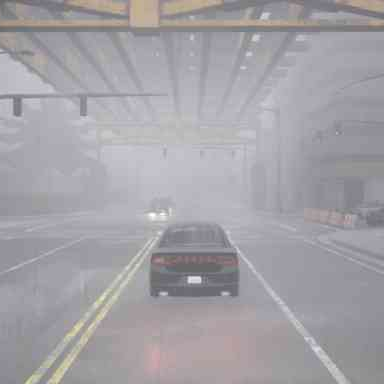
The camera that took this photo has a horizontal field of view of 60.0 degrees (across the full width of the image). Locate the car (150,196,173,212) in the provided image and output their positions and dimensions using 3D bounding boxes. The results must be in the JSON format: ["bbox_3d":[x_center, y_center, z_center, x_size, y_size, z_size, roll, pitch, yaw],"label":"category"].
[{"bbox_3d":[-3.677,1.450,38.330,2.128,1.511,4.902,0,0,0],"label":"car"}]

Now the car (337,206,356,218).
[{"bbox_3d":[13.577,1.234,25.059,4.536,1.218,1.853,0,0,25],"label":"car"}]

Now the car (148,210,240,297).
[{"bbox_3d":[0.051,1.468,8.617,1.882,1.535,5.008,0,0,0],"label":"car"}]

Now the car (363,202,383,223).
[{"bbox_3d":[13.262,1.240,20.940,4.536,1.218,1.853,0,0,-20],"label":"car"}]

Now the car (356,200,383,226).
[{"bbox_3d":[13.213,1.398,20.922,4.974,1.542,2.038,0,0,-20],"label":"car"}]
